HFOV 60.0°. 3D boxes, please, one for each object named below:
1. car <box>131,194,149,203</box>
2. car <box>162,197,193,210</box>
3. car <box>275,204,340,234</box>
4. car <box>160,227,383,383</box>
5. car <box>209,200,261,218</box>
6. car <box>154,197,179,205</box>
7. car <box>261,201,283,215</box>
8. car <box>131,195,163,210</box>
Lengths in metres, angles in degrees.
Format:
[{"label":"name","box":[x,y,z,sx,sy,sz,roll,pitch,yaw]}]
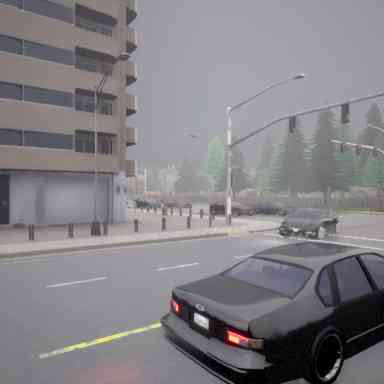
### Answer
[{"label":"car","box":[-10.952,1.408,69.855,2.097,1.767,4.553,0,0,-36]},{"label":"car","box":[-1.700,1.619,44.726,1.994,1.385,4.181,0,0,-36]},{"label":"car","box":[6.244,1.504,17.213,1.837,1.490,4.892,4,3,37]},{"label":"car","box":[2.162,1.547,5.320,5.357,1.411,2.033,0,0,-35]},{"label":"car","box":[3.687,1.533,31.244,1.882,1.535,5.008,0,0,-36]},{"label":"car","box":[-4.743,1.603,61.283,2.033,1.411,5.357,0,0,-36]},{"label":"car","box":[7.722,1.603,31.629,2.033,1.411,5.357,0,0,-36]},{"label":"car","box":[-5.854,1.533,44.508,1.882,1.535,5.008,0,0,-36]}]
